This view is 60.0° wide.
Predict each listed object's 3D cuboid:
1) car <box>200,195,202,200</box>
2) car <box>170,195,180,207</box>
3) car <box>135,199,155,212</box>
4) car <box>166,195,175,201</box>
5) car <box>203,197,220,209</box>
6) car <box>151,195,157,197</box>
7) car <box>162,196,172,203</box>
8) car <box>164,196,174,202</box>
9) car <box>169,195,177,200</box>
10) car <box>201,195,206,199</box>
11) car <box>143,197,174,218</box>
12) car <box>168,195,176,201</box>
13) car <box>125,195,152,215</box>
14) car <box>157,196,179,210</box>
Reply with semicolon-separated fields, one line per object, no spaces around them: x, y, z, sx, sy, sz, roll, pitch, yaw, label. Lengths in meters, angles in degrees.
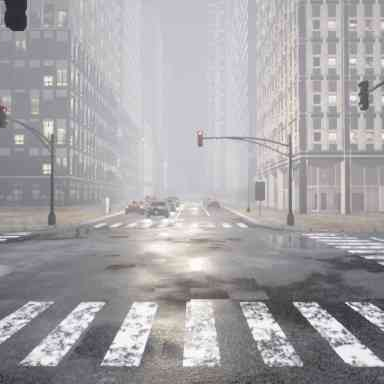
2.948;1.589;61.709;1.947;1.339;4.313;1;0;0;car
-2.896;1.371;49.858;2.097;1.767;4.553;0;0;0;car
-5.521;1.596;39.372;1.802;1.307;4.206;1;0;0;car
-5.344;1.577;83.973;1.887;1.381;4.507;1;0;0;car
2.881;1.599;44.976;1.802;1.307;4.206;1;0;0;car
-5.493;1.332;44.948;2.192;1.841;5.009;1;0;0;car
-5.388;1.572;72.823;1.887;1.381;4.507;1;0;0;car
-5.366;1.581;78.398;2.008;1.369;4.403;1;0;0;car
-5.300;1.604;95.124;1.947;1.339;4.313;1;0;0;car
2.928;1.547;56.302;1.752;1.417;4.829;1;0;0;car
-2.979;1.516;30.335;1.837;1.490;4.892;0;0;0;car
-5.322;1.586;89.548;2.008;1.369;4.403;1;0;0;car
-5.540;1.452;33.797;1.967;1.590;4.097;1;0;0;car
-2.941;1.519;39.784;1.837;1.490;4.892;0;0;0;car
